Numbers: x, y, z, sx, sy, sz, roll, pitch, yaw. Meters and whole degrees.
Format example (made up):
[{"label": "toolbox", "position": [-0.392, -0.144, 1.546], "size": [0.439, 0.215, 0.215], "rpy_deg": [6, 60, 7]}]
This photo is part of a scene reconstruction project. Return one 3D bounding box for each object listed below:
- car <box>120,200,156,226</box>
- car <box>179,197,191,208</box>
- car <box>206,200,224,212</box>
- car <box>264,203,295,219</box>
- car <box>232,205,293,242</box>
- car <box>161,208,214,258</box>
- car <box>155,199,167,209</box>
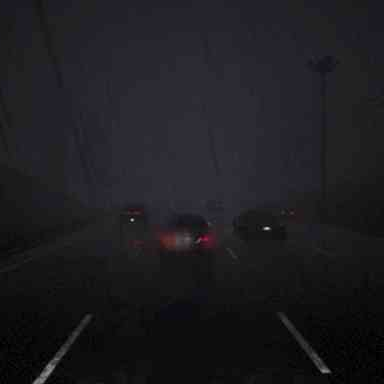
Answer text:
[{"label": "car", "position": [-3.957, 1.557, 24.008], "size": [1.837, 1.490, 4.892], "rpy_deg": [0, 0, -1]}, {"label": "car", "position": [-1.117, 1.563, 51.346], "size": [1.882, 1.535, 5.008], "rpy_deg": [0, 0, -1]}, {"label": "car", "position": [2.678, 1.601, 39.230], "size": [2.033, 1.411, 5.357], "rpy_deg": [0, 0, -1]}, {"label": "car", "position": [6.484, 1.567, 26.398], "size": [2.033, 1.411, 5.357], "rpy_deg": [0, 0, -1]}, {"label": "car", "position": [3.225, 1.579, 16.552], "size": [1.994, 1.385, 4.181], "rpy_deg": [0, 0, -1]}, {"label": "car", "position": [-0.196, 1.570, 12.928], "size": [2.033, 1.411, 5.357], "rpy_deg": [0, 0, -1]}, {"label": "car", "position": [-4.499, 1.637, 46.408], "size": [2.033, 1.411, 5.357], "rpy_deg": [0, 0, -1]}]
